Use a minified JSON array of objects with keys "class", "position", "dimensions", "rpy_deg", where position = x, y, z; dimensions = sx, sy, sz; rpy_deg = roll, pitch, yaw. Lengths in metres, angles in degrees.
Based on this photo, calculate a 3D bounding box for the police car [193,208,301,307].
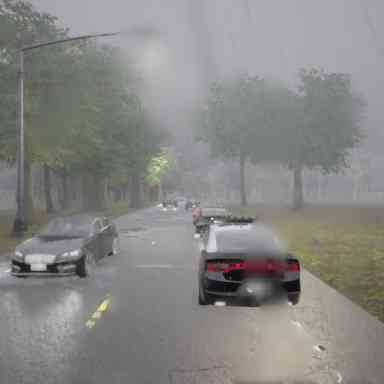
[{"class":"police car","position":[1.076,1.423,8.184],"dimensions":[1.930,1.638,5.238],"rpy_deg":[0,0,0]}]

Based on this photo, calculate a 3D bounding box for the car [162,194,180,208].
[{"class":"car","position":[-3.431,1.403,52.607],"dimensions":[2.150,2.045,5.566],"rpy_deg":[0,-1,0]}]

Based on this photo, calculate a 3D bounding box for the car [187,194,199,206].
[{"class":"car","position":[0.187,1.462,59.521],"dimensions":[2.150,2.045,5.566],"rpy_deg":[0,-1,0]}]

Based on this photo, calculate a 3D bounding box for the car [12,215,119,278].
[{"class":"car","position":[-3.569,1.489,10.208],"dimensions":[2.128,1.511,4.902],"rpy_deg":[0,0,0]}]

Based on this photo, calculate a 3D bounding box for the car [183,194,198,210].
[{"class":"car","position":[0.188,1.470,45.534],"dimensions":[2.097,1.767,4.553],"rpy_deg":[0,0,1]}]

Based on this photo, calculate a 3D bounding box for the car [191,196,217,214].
[{"class":"car","position":[1.125,1.356,24.047],"dimensions":[2.097,1.767,4.553],"rpy_deg":[0,0,0]}]

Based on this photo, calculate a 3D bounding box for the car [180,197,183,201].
[{"class":"car","position":[-3.208,2.030,92.624],"dimensions":[1.882,1.535,5.008],"rpy_deg":[0,-1,0]}]

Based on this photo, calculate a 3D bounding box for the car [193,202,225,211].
[{"class":"car","position":[1.107,1.503,18.075],"dimensions":[1.837,1.490,4.892],"rpy_deg":[0,0,0]}]
